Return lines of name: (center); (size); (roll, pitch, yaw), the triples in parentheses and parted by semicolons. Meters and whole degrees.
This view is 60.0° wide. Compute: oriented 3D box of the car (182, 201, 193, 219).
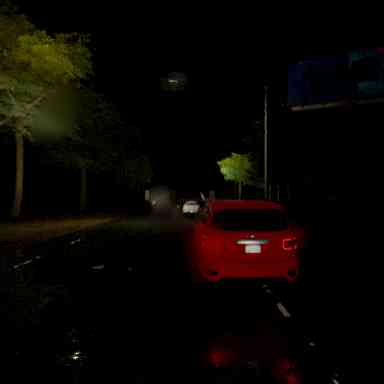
car: (-0.048, 1.757, 36.210); (1.812, 1.442, 4.674); (0, -1, 0)

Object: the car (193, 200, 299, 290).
car: (1.195, 1.223, 9.234); (2.150, 2.045, 5.566); (0, 0, 0)

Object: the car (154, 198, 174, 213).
car: (-3.740, 1.856, 42.496); (2.033, 1.411, 5.357); (0, -1, 0)

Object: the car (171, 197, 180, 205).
car: (-3.731, 1.859, 70.359); (2.097, 1.767, 4.553); (0, 1, 0)

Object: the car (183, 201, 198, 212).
car: (-0.134, 1.914, 45.872); (1.994, 1.385, 4.181); (0, -1, 1)
